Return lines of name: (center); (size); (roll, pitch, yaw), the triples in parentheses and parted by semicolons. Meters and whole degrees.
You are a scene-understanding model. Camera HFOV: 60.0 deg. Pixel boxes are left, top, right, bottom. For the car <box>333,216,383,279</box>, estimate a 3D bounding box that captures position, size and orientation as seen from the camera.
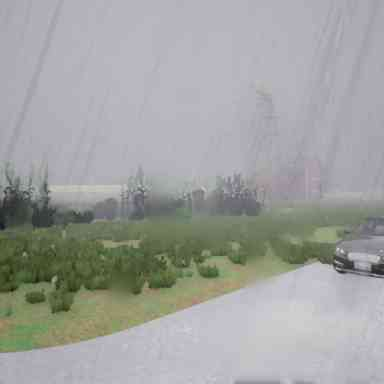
car: (5.751, 1.491, 9.652); (2.128, 1.511, 4.902); (0, 0, 44)
